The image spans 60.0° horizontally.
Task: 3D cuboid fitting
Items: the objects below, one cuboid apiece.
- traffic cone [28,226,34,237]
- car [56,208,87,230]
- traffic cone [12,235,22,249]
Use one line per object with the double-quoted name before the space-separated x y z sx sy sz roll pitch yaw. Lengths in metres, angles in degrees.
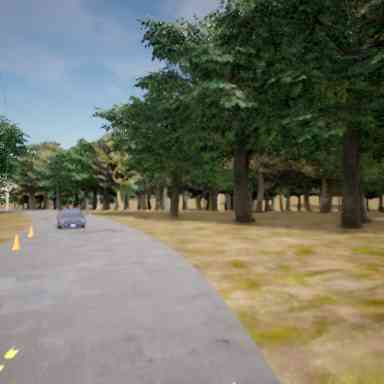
"traffic cone" -9.192 2.242 19.024 0.340 0.580 0.340 -1 -1 -20
"car" -8.962 1.909 24.603 2.033 1.411 5.357 -1 -1 -23
"traffic cone" -7.572 2.155 14.361 0.340 0.580 0.340 -1 -1 -18
